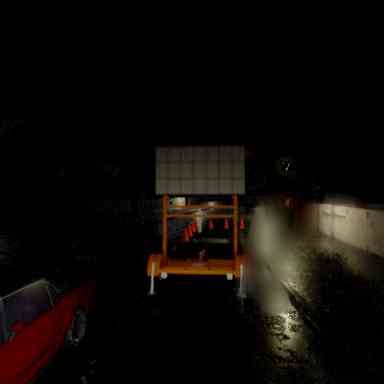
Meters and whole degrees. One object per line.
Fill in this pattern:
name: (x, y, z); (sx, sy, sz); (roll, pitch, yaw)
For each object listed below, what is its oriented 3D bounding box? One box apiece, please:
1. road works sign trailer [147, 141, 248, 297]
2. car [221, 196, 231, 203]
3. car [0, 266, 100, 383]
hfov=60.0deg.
road works sign trailer: (0.222, 0.500, 8.728); (2.380, 3.560, 2.880); (0, 0, 5)
car: (9.006, 1.746, 87.749); (2.150, 2.045, 5.566); (0, 0, 0)
car: (-2.569, 1.615, 3.448); (1.895, 1.301, 4.718); (0, 0, 2)
